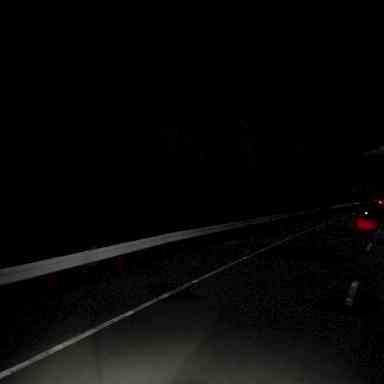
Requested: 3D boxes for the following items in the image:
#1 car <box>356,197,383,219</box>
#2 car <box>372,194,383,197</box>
[{"bbox_3d":[15.913,1.505,29.703,1.837,1.490,4.892,0,0,35],"label":"car"},{"bbox_3d":[21.937,1.221,38.272,2.150,2.045,5.566,0,0,35],"label":"car"}]
